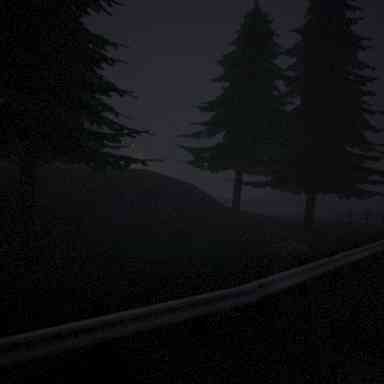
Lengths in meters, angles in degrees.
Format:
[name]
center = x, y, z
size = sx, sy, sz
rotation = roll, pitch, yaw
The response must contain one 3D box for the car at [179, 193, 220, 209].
[car]
center = 1.245, 1.141, 53.042
size = 5.566, 2.045, 2.150
rotation = 0, 0, 34
